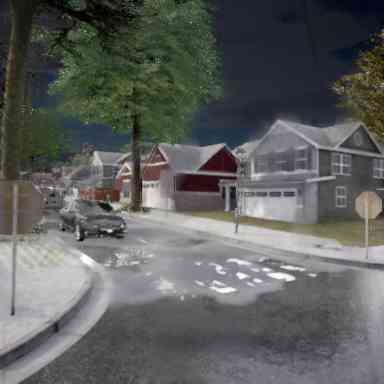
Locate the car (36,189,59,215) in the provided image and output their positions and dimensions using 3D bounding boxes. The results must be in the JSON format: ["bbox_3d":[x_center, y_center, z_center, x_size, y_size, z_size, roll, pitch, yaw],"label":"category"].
[{"bbox_3d":[-9.894,0.613,22.589,2.097,1.767,4.553,1,1,-34],"label":"car"}]

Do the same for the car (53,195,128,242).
[{"bbox_3d":[-4.338,1.100,14.216,1.837,1.490,4.892,1,1,-34],"label":"car"}]
